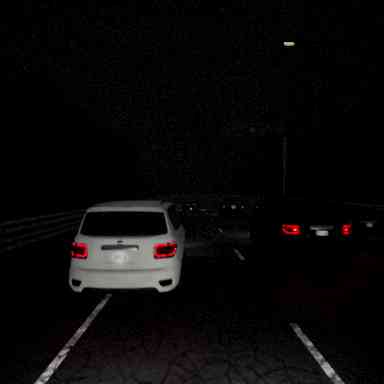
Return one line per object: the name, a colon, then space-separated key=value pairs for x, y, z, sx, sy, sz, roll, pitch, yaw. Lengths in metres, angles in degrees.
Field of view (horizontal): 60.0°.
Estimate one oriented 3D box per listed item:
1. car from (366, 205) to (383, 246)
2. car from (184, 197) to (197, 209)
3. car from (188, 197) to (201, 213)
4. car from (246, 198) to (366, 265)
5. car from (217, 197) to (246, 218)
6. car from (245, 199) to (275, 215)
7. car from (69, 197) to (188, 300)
car: x=7.016 y=1.332 z=15.271 sx=2.097 sy=1.767 sz=4.553 roll=0 pitch=0 yaw=0
car: x=-0.180 y=1.485 z=46.866 sx=1.837 sy=1.490 sz=4.892 roll=0 pitch=0 yaw=0
car: x=-0.104 y=1.477 z=36.515 sx=1.837 sy=1.490 sz=4.892 roll=0 pitch=0 yaw=0
car: x=3.534 y=1.206 z=11.721 sx=2.150 sy=2.045 sz=5.566 roll=0 pitch=0 yaw=0
car: x=3.451 y=1.325 z=29.855 sx=2.097 sy=1.767 sz=4.553 roll=0 pitch=0 yaw=0
car: x=6.932 y=1.517 z=34.473 sx=2.033 sy=1.411 sz=5.357 roll=0 pitch=0 yaw=-1
car: x=-1.278 y=1.214 z=8.517 sx=2.150 sy=2.045 sz=5.566 roll=0 pitch=0 yaw=0
